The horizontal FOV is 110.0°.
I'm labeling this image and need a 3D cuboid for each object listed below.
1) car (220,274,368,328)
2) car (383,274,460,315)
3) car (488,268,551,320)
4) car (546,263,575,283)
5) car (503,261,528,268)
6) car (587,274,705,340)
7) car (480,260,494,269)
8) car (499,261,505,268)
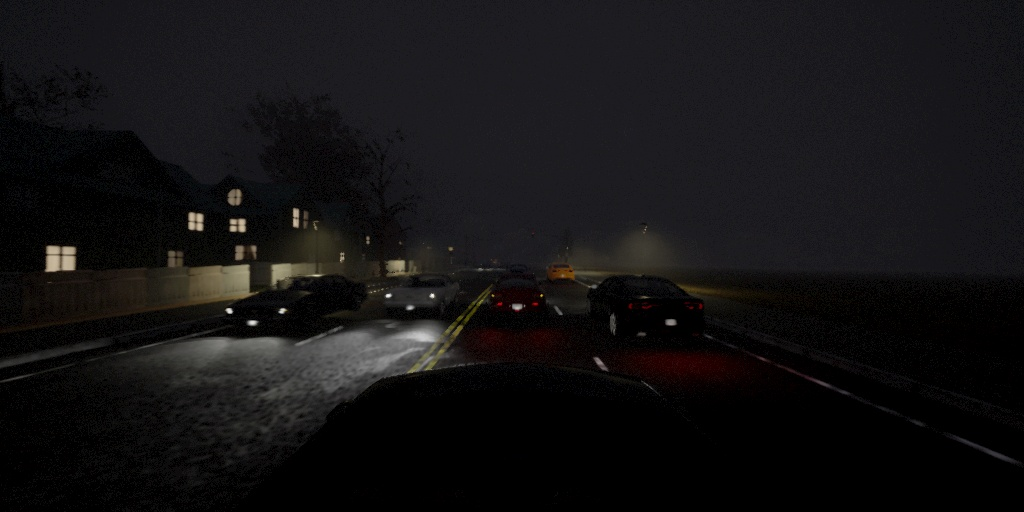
[{"bbox_3d":[-6.550,1.317,11.727,2.033,1.411,5.357,0,0,1],"label":"car"},{"bbox_3d":[-3.267,1.376,13.767,1.895,1.301,4.718,0,0,1],"label":"car"},{"bbox_3d":[0.184,1.300,12.635,1.812,1.442,4.674,0,0,1],"label":"car"},{"bbox_3d":[3.780,1.293,28.545,1.882,1.535,5.008,0,0,2],"label":"car"},{"bbox_3d":[0.499,1.339,27.950,1.812,1.442,4.674,0,0,2],"label":"car"},{"bbox_3d":[3.401,1.247,10.079,1.882,1.535,5.008,0,0,1],"label":"car"},{"bbox_3d":[-4.398,1.426,63.066,1.882,1.535,5.008,0,0,4],"label":"car"},{"bbox_3d":[-1.154,1.521,62.865,2.033,1.411,5.357,0,0,4],"label":"car"}]
